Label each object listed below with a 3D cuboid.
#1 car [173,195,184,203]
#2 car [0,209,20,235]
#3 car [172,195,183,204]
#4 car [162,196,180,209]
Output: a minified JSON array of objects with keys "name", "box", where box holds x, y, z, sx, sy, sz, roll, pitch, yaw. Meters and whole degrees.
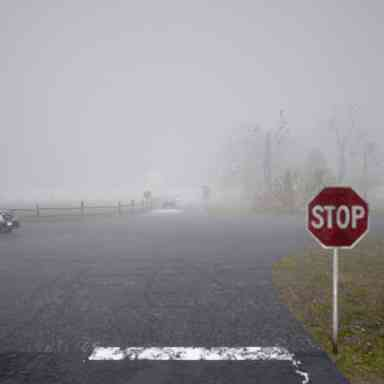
[{"name":"car","box":[-2.912,1.441,71.685,2.128,1.511,4.902,0,0,0]},{"name":"car","box":[-11.884,1.268,17.278,5.566,2.045,2.150,0,-1,10]},{"name":"car","box":[-2.985,1.295,59.806,2.097,1.767,4.553,0,0,0]},{"name":"car","box":[-3.018,1.566,45.843,1.895,1.301,4.718,0,0,0]}]
